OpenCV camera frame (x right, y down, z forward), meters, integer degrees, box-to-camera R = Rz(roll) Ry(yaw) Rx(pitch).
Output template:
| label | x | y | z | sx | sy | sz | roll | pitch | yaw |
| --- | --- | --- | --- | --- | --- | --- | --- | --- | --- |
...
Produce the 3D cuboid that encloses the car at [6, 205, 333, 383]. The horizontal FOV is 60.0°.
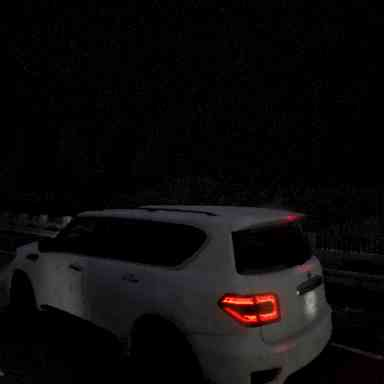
| label | x | y | z | sx | sy | sz | roll | pitch | yaw |
| --- | --- | --- | --- | --- | --- | --- | --- | --- | --- |
| car | -0.812 | 1.220 | 5.185 | 5.566 | 2.045 | 2.150 | 0 | 0 | 40 |
